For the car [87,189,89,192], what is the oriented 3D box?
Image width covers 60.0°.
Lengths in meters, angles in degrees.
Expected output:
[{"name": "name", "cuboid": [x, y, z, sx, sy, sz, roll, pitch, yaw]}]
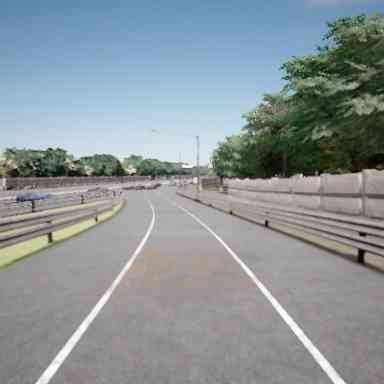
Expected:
[{"name": "car", "cuboid": [-21.582, -0.447, 74.882, 2.033, 1.411, 5.357, 0, 3, 12]}]

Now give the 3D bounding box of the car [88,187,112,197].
[{"name": "car", "cuboid": [-16.984, 0.225, 62.712, 1.895, 1.301, 4.718, 0, 3, 12]}]

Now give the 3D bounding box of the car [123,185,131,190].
[{"name": "car", "cuboid": [-17.674, -1.390, 93.495, 1.895, 1.301, 4.718, 0, 3, 12]}]

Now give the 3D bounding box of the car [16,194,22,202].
[{"name": "car", "cuboid": [-26.094, 0.740, 53.382, 1.994, 1.385, 4.181, 0, 3, 12]}]

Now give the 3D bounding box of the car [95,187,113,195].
[{"name": "car", "cuboid": [-18.772, -0.259, 71.228, 1.994, 1.385, 4.181, 0, 3, 12]}]

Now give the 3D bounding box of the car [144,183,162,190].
[{"name": "car", "cuboid": [-10.830, -1.408, 92.026, 2.033, 1.411, 5.357, 0, 3, 12]}]

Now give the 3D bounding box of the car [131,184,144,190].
[{"name": "car", "cuboid": [-14.252, -1.441, 92.757, 2.128, 1.511, 4.902, 0, 3, 12]}]

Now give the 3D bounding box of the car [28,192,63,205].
[{"name": "car", "cuboid": [-20.269, 0.960, 47.063, 1.882, 1.535, 5.008, 0, 3, 12]}]

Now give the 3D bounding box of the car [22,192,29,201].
[{"name": "car", "cuboid": [-23.074, 0.901, 50.734, 1.895, 1.301, 4.718, 0, 3, 12]}]
